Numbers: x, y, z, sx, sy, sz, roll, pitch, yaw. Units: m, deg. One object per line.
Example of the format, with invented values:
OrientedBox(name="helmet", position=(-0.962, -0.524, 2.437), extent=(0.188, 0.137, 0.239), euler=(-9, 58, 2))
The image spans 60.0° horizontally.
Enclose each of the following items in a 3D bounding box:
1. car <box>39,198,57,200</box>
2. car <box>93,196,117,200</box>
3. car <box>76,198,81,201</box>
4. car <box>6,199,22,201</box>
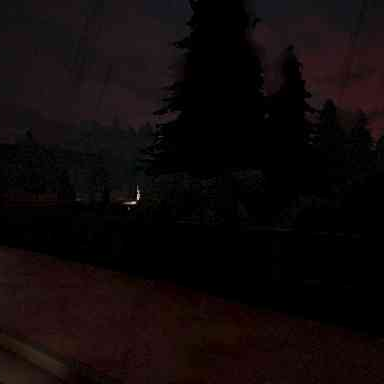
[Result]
OrientedBox(name="car", position=(-20.454, 1.526, 46.320), extent=(1.812, 1.442, 4.674), euler=(0, 0, 36))
OrientedBox(name="car", position=(-14.557, 1.391, 54.546), extent=(2.128, 1.511, 4.902), euler=(0, 2, 36))
OrientedBox(name="car", position=(-19.894, 1.507, 53.100), extent=(1.812, 1.442, 4.674), euler=(0, 1, 35))
OrientedBox(name="car", position=(-25.029, 1.601, 45.955), extent=(1.895, 1.301, 4.718), euler=(0, 0, 36))
